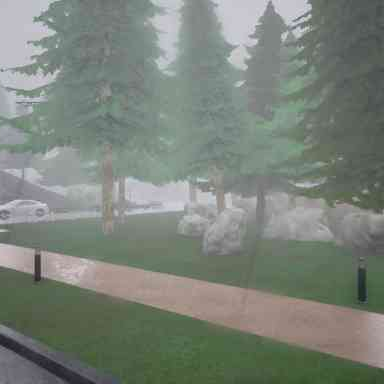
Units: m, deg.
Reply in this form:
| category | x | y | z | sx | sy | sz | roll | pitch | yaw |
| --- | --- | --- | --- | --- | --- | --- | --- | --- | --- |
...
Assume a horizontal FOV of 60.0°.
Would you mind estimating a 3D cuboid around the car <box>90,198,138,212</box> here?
| category | x | y | z | sx | sy | sz | roll | pitch | yaw |
| --- | --- | --- | --- | --- | --- | --- | --- | --- | --- |
| car | -8.201 | 1.385 | 35.671 | 2.033 | 1.411 | 5.357 | 0 | 0 | 36 |

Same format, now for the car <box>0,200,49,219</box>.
| category | x | y | z | sx | sy | sz | roll | pitch | yaw |
| --- | --- | --- | --- | --- | --- | --- | --- | --- | --- |
| car | -14.179 | 1.363 | 27.340 | 1.812 | 1.442 | 4.674 | 0 | 0 | 35 |
